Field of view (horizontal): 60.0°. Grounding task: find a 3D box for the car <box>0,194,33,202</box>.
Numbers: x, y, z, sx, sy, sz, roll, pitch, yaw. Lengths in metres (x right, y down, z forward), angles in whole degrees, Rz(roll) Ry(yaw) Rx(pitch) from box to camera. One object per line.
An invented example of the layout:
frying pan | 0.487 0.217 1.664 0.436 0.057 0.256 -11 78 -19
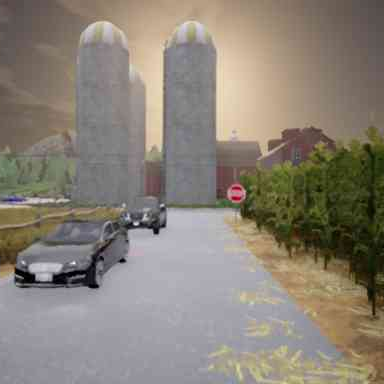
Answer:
car | -35.609 1.280 67.242 4.611 1.667 2.242 0 0 1

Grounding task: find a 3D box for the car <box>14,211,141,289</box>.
car | -3.030 1.519 9.375 2.128 1.511 4.902 0 0 1

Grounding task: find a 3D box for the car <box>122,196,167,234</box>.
car | -2.770 1.264 19.804 2.150 2.045 5.566 0 0 2
